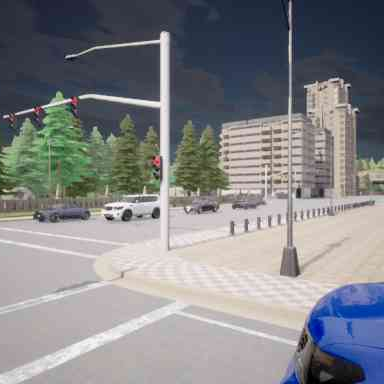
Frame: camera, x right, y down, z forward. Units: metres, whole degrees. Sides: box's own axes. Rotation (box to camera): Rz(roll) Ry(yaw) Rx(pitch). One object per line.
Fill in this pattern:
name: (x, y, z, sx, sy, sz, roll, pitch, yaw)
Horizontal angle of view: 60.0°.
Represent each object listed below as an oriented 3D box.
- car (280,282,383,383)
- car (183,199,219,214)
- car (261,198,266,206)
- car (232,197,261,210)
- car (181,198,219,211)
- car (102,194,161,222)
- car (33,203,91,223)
car: (3.299, 1.222, 1.613, 5.566, 2.045, 2.150, 0, 0, 36)
car: (1.058, 1.491, 35.283, 2.128, 1.511, 4.902, 0, 0, 36)
car: (10.423, 1.565, 54.287, 1.994, 1.385, 4.181, 0, 0, 36)
car: (6.884, 1.563, 43.426, 1.994, 1.385, 4.181, 0, 0, 36)
car: (1.126, 1.546, 41.405, 2.033, 1.411, 5.357, 0, 0, 36)
car: (-4.706, 1.221, 27.203, 2.150, 2.045, 5.566, 0, 0, 35)
car: (-9.999, 1.563, 25.809, 1.994, 1.385, 4.181, 0, 0, 35)
